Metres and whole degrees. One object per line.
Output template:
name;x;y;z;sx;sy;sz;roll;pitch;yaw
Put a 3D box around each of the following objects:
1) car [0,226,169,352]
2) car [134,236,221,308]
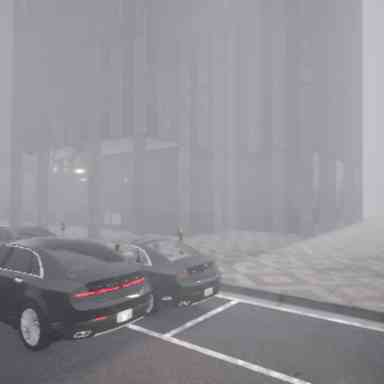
car;-2.952;1.634;6.459;4.892;1.490;1.837;-1;-2;37
car;-1.437;1.710;7.728;4.403;1.369;2.008;-1;-1;37
